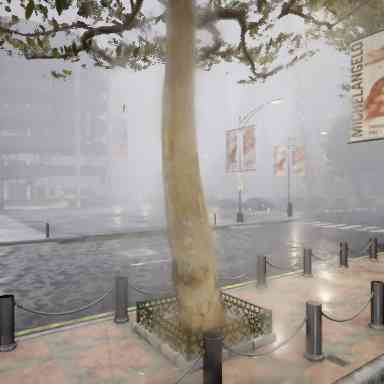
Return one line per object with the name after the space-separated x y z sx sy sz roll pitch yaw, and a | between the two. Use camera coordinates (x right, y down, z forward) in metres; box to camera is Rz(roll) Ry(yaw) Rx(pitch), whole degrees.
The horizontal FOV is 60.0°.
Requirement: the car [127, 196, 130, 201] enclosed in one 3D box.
-17.539 1.440 81.080 4.892 1.490 1.837 0 0 12 | car

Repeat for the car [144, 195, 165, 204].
-6.329 1.505 62.928 4.892 1.490 1.837 0 0 42 | car

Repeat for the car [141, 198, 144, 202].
-8.972 1.478 73.850 5.008 1.535 1.882 0 0 30 | car

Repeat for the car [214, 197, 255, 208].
5.957 1.547 47.398 2.033 1.411 5.357 0 0 -35 | car

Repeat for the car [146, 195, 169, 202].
-7.947 1.525 77.261 4.902 1.511 2.128 0 0 26 | car

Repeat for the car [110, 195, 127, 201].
-18.503 1.427 77.715 5.008 1.535 1.882 0 0 12 | car

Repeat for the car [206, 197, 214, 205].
4.157 1.547 55.941 2.033 1.411 5.357 0 0 -36 | car

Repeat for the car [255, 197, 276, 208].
9.803 1.505 47.996 1.837 1.490 4.892 0 0 -36 | car
